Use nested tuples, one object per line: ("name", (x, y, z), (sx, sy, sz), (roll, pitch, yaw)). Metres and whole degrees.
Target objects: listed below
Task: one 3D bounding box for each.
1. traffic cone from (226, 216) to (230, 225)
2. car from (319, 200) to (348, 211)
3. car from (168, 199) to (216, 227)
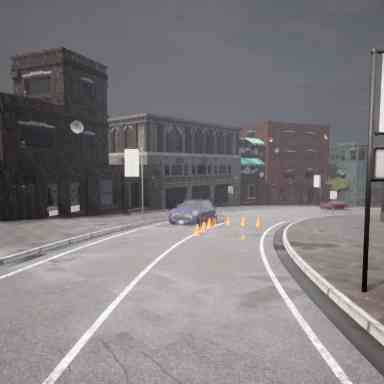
("traffic cone", (2.485, 1.956, 22.684), (0.340, 0.580, 0.340), (2, 0, 12))
("car", (20.490, 1.883, 48.017), (5.008, 1.535, 1.882), (2, 2, -33))
("car", (0.124, 1.289, 22.678), (2.097, 1.767, 4.553), (2, 1, 21))
